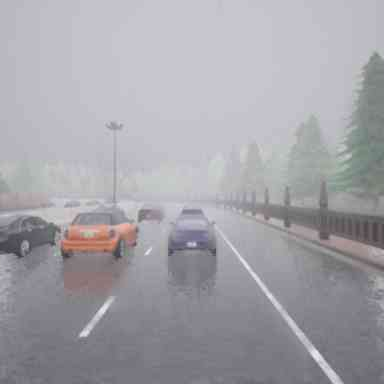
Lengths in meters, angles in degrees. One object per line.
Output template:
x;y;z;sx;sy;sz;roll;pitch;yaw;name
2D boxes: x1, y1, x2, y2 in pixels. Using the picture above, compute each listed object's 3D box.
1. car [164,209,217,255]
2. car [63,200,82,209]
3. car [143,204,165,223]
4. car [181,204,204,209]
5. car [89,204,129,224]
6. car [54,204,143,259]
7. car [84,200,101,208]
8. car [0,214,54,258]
0.023;1.680;13.873;1.812;1.442;4.674;0;0;0;car
-21.725;2.219;60.875;2.033;1.411;5.357;0;-1;-6;car
-3.471;1.800;29.218;1.882;1.535;5.008;0;0;0;car
0.030;1.800;29.217;1.882;1.535;5.008;0;0;0;car
-6.977;1.808;28.488;2.128;1.511;4.902;0;0;0;car
-3.481;1.500;13.407;2.097;1.767;4.553;0;-1;0;car
-18.229;2.223;61.277;2.033;1.411;5.357;0;-1;-6;car
-6.981;1.657;13.496;1.837;1.490;4.892;0;0;0;car
